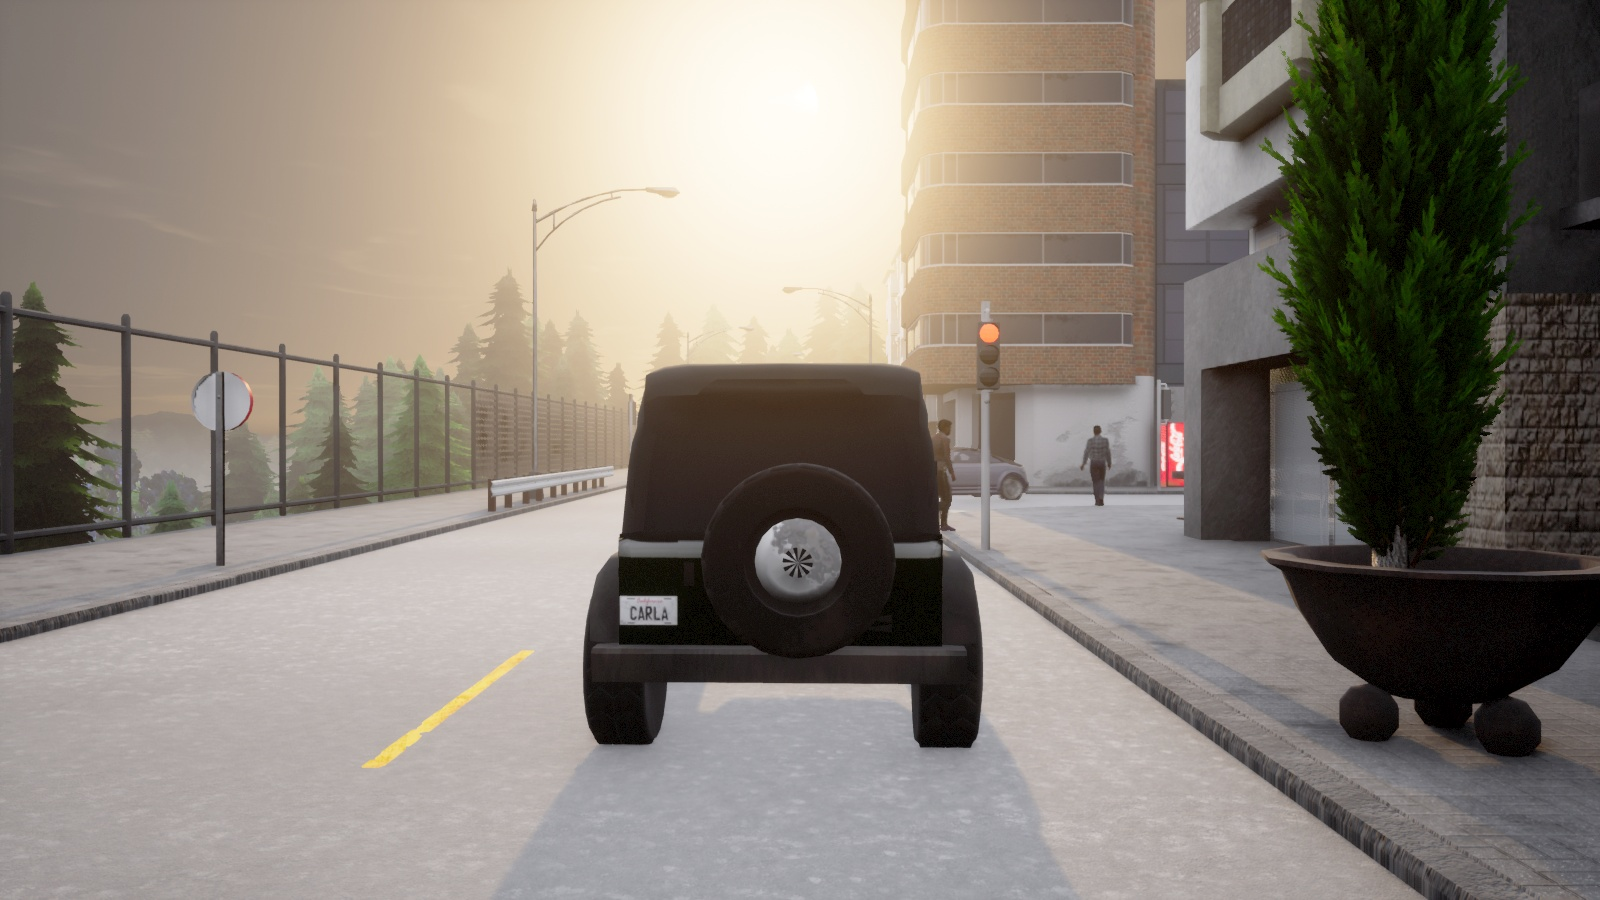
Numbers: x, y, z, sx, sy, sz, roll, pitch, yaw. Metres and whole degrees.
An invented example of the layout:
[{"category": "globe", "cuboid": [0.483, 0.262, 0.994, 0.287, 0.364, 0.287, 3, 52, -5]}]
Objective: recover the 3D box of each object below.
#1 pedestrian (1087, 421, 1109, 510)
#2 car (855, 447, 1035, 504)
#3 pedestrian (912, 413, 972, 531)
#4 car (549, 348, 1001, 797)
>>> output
[{"category": "pedestrian", "cuboid": [6.613, 0.339, 27.910, 0.423, 1.949, 0.788, 0, 0, 9]}, {"category": "car", "cuboid": [3.741, 0.629, 32.586, 4.181, 1.385, 1.994, 0, 0, -20]}, {"category": "pedestrian", "cuboid": [2.201, 0.341, 19.522, 0.869, 1.805, 0.328, 0, 0, -21]}, {"category": "car", "cuboid": [-0.029, 0.502, 7.220, 1.905, 1.878, 3.866, 0, 0, 2]}]
